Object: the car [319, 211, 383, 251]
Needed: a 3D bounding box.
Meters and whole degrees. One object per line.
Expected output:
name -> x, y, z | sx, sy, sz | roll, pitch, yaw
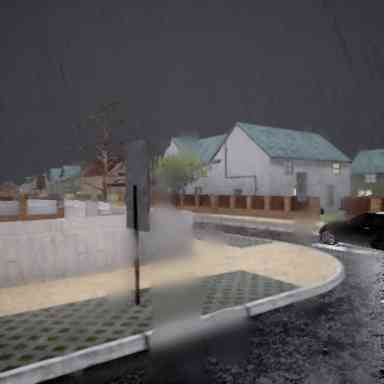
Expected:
car -> 6.737, 1.421, 11.986 | 1.812, 1.442, 4.674 | 0, 0, -21
